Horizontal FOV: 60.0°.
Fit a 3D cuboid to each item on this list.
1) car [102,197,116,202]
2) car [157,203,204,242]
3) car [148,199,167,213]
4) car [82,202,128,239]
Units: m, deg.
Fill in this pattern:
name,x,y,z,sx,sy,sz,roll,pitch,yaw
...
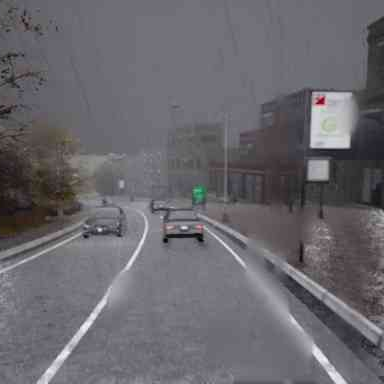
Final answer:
name,x,y,z,sx,sy,sz,roll,pitch,yaw
car,-14.239,1.611,57.035,2.128,1.511,4.902,-2,0,-21
car,-0.548,1.508,16.205,2.033,1.411,5.357,-1,0,-5
car,-3.613,1.479,35.512,2.033,1.411,5.357,-1,0,-13
car,-4.443,1.499,17.576,1.837,1.490,4.892,0,0,-6
